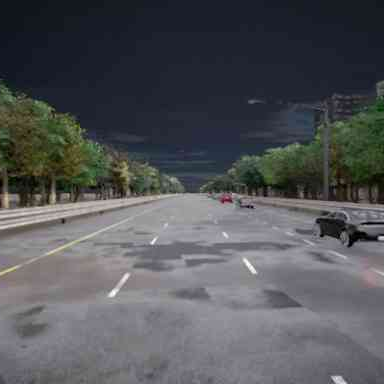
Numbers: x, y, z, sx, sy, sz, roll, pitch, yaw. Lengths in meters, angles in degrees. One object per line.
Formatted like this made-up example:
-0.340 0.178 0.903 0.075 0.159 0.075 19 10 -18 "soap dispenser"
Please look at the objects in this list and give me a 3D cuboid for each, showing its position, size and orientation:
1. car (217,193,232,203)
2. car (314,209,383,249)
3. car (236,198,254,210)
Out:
7.054 1.270 69.254 2.150 2.045 5.566 0 0 0 "car"
7.002 1.494 14.684 2.128 1.511 4.902 0 0 0 "car"
7.005 1.561 44.255 2.033 1.411 5.357 0 0 0 "car"
